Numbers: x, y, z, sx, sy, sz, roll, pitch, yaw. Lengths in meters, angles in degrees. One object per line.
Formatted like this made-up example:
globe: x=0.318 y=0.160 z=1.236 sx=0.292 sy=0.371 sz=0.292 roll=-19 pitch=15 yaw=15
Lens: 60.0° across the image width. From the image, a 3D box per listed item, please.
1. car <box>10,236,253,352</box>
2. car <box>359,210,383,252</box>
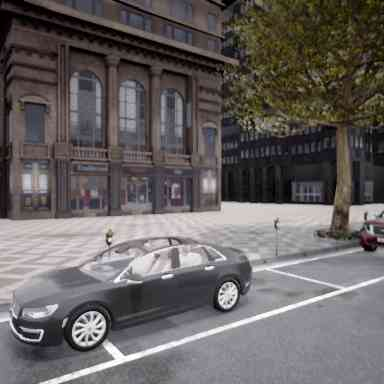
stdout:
car: x=-0.819 y=1.548 z=6.065 sx=4.403 sy=1.369 sz=2.008 roll=0 pitch=0 yaw=-35
car: x=8.425 y=1.301 z=12.657 sx=5.009 sy=1.841 sz=2.192 roll=0 pitch=0 yaw=-35
